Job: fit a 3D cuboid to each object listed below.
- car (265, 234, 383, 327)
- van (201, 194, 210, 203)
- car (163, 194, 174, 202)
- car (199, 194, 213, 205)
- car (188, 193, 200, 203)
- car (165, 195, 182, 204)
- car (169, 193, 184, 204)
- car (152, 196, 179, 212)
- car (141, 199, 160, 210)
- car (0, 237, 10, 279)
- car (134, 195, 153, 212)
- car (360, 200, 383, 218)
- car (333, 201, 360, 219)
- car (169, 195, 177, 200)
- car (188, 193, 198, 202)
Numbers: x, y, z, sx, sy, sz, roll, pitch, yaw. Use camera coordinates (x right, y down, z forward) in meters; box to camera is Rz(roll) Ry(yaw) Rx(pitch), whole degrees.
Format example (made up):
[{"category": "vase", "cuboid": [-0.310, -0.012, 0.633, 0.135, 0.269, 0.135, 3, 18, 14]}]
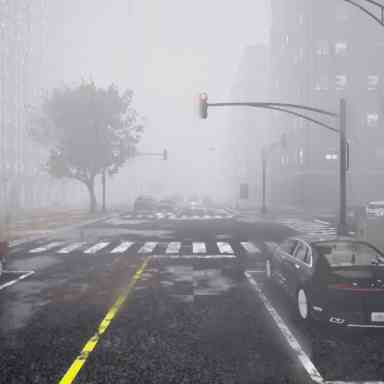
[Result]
[{"category": "car", "cuboid": [2.707, 1.551, 6.941, 2.008, 1.369, 4.403, 0, 0, 0]}, {"category": "van", "cuboid": [2.896, 1.402, 72.466, 1.690, 1.788, 3.998, 0, 0, 0]}, {"category": "car", "cuboid": [-5.469, 1.386, 78.013, 2.192, 1.841, 5.009, 0, 0, 0]}, {"category": "car", "cuboid": [2.865, 1.611, 61.420, 1.947, 1.339, 4.313, 0, 0, 0]}, {"category": "car", "cuboid": [0.298, 1.407, 68.736, 2.097, 1.767, 4.553, 0, 0, 0]}, {"category": "car", "cuboid": [-2.958, 1.579, 50.106, 2.033, 1.411, 5.357, 0, 0, 0]}, {"category": "car", "cuboid": [-2.833, 1.275, 67.186, 2.150, 2.045, 5.566, 0, 0, 1]}, {"category": "car", "cuboid": [-2.991, 1.568, 38.637, 2.033, 1.411, 5.357, 0, 0, 0]}, {"category": "car", "cuboid": [-5.564, 1.592, 44.876, 1.947, 1.339, 4.313, 0, 0, 0]}, {"category": "car", "cuboid": [-5.673, 1.545, 6.965, 1.887, 1.381, 4.507, 0, 0, 0]}, {"category": "car", "cuboid": [-5.580, 1.336, 39.353, 2.192, 1.841, 5.009, 0, 0, 0]}, {"category": "car", "cuboid": [15.503, 0.994, 23.752, 5.566, 2.045, 2.150, -1, 0, 0]}, {"category": "car", "cuboid": [13.500, 1.350, 26.316, 4.403, 1.369, 2.008, -1, 1, 0]}, {"category": "car", "cuboid": [-5.421, 1.654, 94.582, 2.008, 1.369, 4.403, 0, 0, 0]}, {"category": "car", "cuboid": [0.226, 1.298, 78.892, 2.150, 2.045, 5.566, 0, 0, 0]}]
